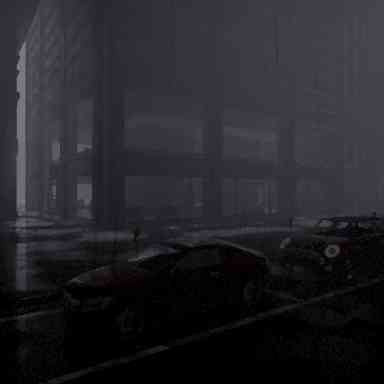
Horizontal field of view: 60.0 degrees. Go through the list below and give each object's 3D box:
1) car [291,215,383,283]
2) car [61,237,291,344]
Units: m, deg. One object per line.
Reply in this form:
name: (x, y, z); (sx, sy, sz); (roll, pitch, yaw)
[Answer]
car: (4.342, 1.439, 9.629); (4.097, 1.590, 1.967); (0, 0, -36)
car: (-0.250, 1.581, 6.354); (4.206, 1.307, 1.802); (0, 0, -35)
